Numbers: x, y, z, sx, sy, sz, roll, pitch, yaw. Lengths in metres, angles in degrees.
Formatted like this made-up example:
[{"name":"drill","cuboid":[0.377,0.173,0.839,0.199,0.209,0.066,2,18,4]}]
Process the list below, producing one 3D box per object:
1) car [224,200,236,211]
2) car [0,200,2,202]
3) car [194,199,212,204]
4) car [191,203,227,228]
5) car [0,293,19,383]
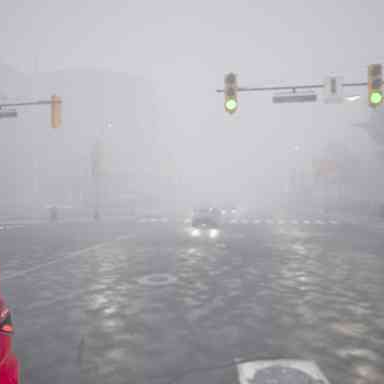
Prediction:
[{"name":"car","cuboid":[5.600,1.995,50.204,1.812,1.442,4.674,0,-1,10]},{"name":"car","cuboid":[-46.241,1.936,75.555,5.566,2.045,2.435,0,-1,9]},{"name":"car","cuboid":[1.301,1.998,46.992,1.812,1.442,4.674,0,-1,9]},{"name":"car","cuboid":[1.216,1.793,24.617,2.033,1.411,5.357,0,-1,10]},{"name":"car","cuboid":[-2.848,1.243,0.577,2.150,2.045,5.566,0,0,10]}]
